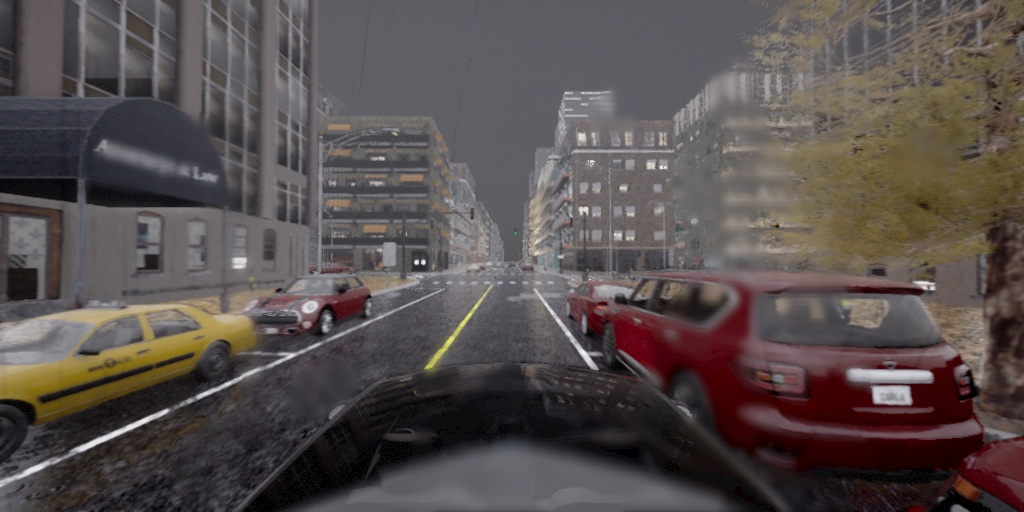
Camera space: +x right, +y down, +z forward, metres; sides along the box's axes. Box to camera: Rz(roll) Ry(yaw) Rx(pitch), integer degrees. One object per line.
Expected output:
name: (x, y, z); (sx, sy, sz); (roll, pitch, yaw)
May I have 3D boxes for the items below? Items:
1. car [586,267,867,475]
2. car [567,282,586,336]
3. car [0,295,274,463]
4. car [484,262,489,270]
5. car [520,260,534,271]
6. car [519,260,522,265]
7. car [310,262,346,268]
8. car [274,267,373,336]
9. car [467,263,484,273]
car: (2.691, 1.094, 4.930); (2.192, 1.841, 5.009); (0, 0, 0)
car: (2.689, 1.375, 10.490); (1.888, 1.381, 4.507); (0, 0, 0)
car: (-5.690, 1.304, 4.759); (1.751, 1.417, 4.829); (0, 0, 0)
car: (-5.709, 1.872, 65.059); (1.888, 1.381, 4.507); (0, 0, 0)
car: (2.674, 1.822, 59.524); (1.888, 1.381, 4.507); (0, 0, 0)
car: (2.672, 1.767, 65.048); (1.967, 1.591, 4.097); (0, 0, 0)
car: (-17.272, 1.308, 34.870); (4.507, 1.381, 1.888); (0, 0, 0)
car: (-5.691, 1.269, 10.488); (1.967, 1.591, 4.097); (0, 0, 0)
car: (-5.705, 1.750, 53.842); (1.751, 1.417, 4.829); (0, 0, 0)
